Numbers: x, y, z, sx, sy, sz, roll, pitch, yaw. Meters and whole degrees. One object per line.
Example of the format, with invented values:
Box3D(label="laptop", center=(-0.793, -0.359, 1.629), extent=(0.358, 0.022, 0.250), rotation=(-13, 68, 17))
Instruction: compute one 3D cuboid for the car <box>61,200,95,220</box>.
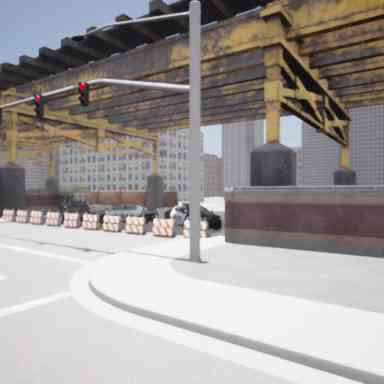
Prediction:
Box3D(label="car", center=(-8.547, 1.286, 25.313), extent=(1.853, 1.218, 4.536), rotation=(0, 0, -11))

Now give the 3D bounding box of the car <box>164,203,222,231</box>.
Box3D(label="car", center=(0.043, 1.448, 20.112), extent=(2.038, 1.542, 4.974), rotation=(0, 0, -26))

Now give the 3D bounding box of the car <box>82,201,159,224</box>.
Box3D(label="car", center=(-4.730, 1.288, 22.592), extent=(4.536, 1.218, 1.853), rotation=(0, 0, -1))

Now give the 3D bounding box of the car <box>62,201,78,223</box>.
Box3D(label="car", center=(-8.537, 1.444, 25.262), extent=(2.038, 1.542, 4.974), rotation=(0, 0, -11))

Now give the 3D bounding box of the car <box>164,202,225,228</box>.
Box3D(label="car", center=(0.020, 1.290, 20.158), extent=(1.853, 1.218, 4.536), rotation=(0, 0, -26))

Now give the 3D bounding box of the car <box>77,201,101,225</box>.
Box3D(label="car", center=(-4.782, 1.446, 22.591), extent=(4.974, 1.542, 2.038), rotation=(0, 0, -1))
